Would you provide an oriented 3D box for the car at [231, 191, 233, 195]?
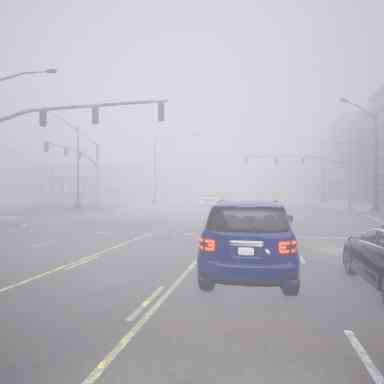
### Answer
[{"bbox_3d":[7.809,0.658,72.714,2.150,2.045,5.566,0,1,11],"label":"car"}]

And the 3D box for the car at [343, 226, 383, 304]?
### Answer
[{"bbox_3d":[4.806,1.492,7.432,2.128,1.511,4.902,0,0,11],"label":"car"}]

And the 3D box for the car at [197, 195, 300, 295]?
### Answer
[{"bbox_3d":[1.544,1.221,8.964,2.150,2.045,5.566,0,0,11],"label":"car"}]

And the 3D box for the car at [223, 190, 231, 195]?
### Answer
[{"bbox_3d":[5.262,0.876,60.454,2.150,2.045,5.566,0,1,11],"label":"car"}]

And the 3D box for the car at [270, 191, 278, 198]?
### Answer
[{"bbox_3d":[20.909,0.609,84.589,1.837,1.490,4.892,0,1,11],"label":"car"}]

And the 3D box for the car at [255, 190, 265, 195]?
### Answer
[{"bbox_3d":[15.504,0.904,75.469,1.994,1.385,4.181,0,1,11],"label":"car"}]

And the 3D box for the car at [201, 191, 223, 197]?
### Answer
[{"bbox_3d":[2.643,1.079,47.512,2.150,2.045,5.566,0,1,11],"label":"car"}]

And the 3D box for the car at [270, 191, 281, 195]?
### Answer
[{"bbox_3d":[18.927,0.707,74.740,2.097,1.767,4.553,0,1,11],"label":"car"}]
